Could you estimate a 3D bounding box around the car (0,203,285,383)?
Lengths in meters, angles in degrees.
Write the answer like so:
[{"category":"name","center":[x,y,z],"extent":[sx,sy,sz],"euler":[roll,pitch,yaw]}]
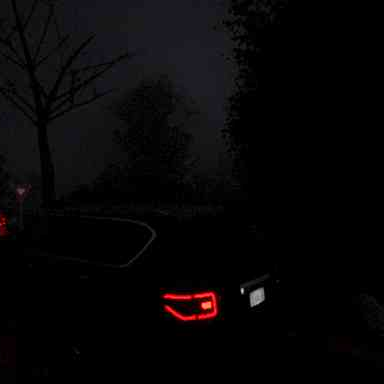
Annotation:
[{"category":"car","center":[-1.389,1.190,5.171],"extent":[5.566,2.045,2.150],"euler":[0,0,40]}]
